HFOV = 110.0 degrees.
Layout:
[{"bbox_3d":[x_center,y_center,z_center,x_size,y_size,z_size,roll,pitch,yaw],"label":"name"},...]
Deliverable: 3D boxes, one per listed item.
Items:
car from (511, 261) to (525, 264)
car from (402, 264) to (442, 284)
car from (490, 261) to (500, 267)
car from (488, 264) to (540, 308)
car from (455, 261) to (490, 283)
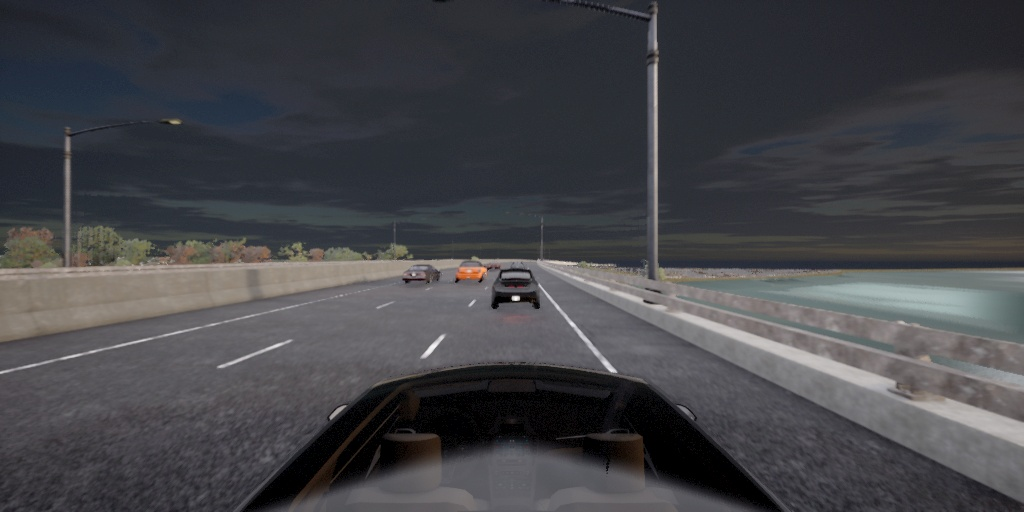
[{"bbox_3d":[0.808,1.420,50.523,1.994,1.385,4.181,0,0,2],"label":"car"},{"bbox_3d":[-6.713,1.331,27.183,2.033,1.411,5.357,0,0,1],"label":"car"},{"bbox_3d":[-2.596,1.466,53.855,1.895,1.301,4.718,0,0,2],"label":"car"},{"bbox_3d":[0.159,1.273,15.367,1.837,1.490,4.892,0,0,0],"label":"car"},{"bbox_3d":[-3.173,1.141,28.782,2.097,1.767,4.553,0,0,1],"label":"car"}]
